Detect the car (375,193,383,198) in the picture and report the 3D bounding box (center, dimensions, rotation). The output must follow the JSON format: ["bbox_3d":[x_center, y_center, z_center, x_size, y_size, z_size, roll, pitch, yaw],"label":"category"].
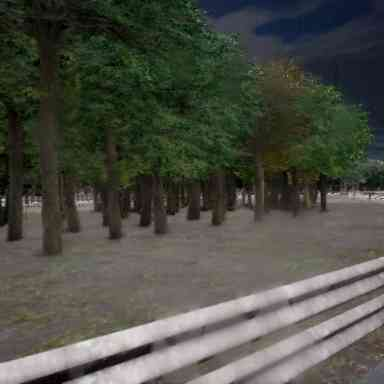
[{"bbox_3d":[37.697,0.900,66.505,1.895,1.301,4.718,0,1,17],"label":"car"}]
